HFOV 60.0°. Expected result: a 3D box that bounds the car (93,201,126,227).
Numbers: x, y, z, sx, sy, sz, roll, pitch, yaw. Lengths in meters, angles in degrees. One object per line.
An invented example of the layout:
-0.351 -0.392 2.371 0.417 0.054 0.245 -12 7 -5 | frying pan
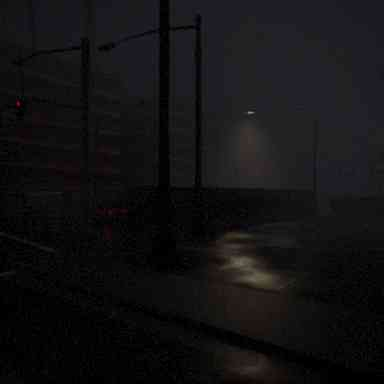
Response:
-4.692 1.390 23.724 2.097 1.767 4.553 0 0 37 | car
